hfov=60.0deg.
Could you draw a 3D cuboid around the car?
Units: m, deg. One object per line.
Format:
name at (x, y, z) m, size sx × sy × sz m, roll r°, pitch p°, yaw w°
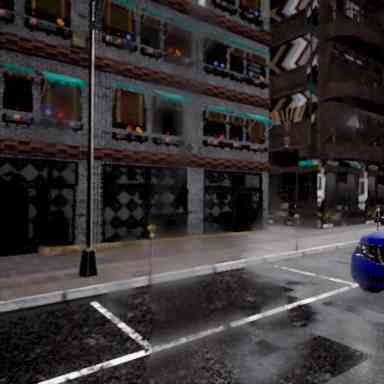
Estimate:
car at (5.963, 1.172, 7.630) m, size 5.566 × 2.045 × 2.150 m, roll 0°, pitch 0°, yaw -35°
